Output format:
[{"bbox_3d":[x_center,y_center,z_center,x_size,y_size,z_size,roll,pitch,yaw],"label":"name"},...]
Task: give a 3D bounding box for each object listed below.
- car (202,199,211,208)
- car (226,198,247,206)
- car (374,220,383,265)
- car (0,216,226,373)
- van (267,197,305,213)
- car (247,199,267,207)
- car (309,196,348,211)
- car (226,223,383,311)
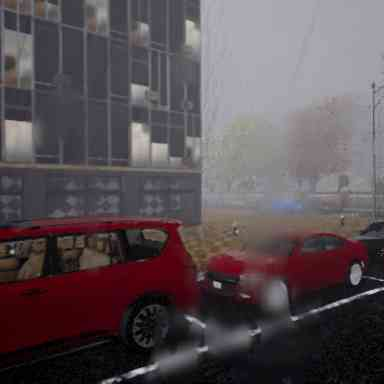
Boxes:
[{"bbox_3d":[1.252,1.779,52.914,2.008,1.369,4.403,-1,0,-36],"label":"car"},{"bbox_3d":[7.896,1.674,57.669,1.752,1.417,4.829,-1,0,-36],"label":"car"},{"bbox_3d":[6.791,1.601,11.042,4.313,1.339,1.947,0,-1,-35],"label":"car"},{"bbox_3d":[-2.198,1.318,4.546,5.009,1.841,2.192,0,-1,-35],"label":"car"},{"bbox_3d":[11.285,1.537,39.337,1.690,1.788,3.998,-1,0,-36],"label":"van"},{"bbox_3d":[11.341,1.719,53.009,1.802,1.307,4.206,-1,0,-36],"label":"car"},{"bbox_3d":[18.027,1.431,43.961,2.192,1.841,5.009,-1,0,-36],"label":"car"},{"bbox_3d":[2.320,1.564,7.765,4.507,1.381,1.887,0,-1,-35],"label":"car"}]
